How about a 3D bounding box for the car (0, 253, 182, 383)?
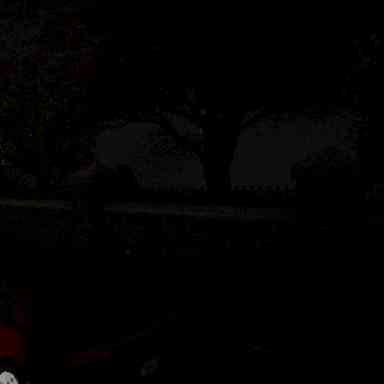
[{"bbox_3d":[-2.220,1.525,4.485,4.507,1.381,1.887,0,0,36],"label":"car"}]
